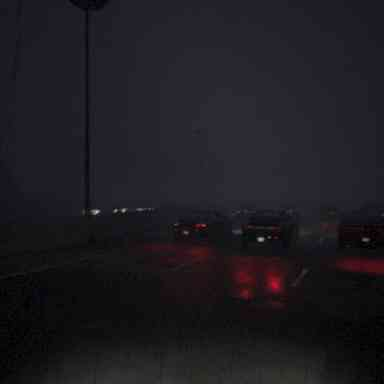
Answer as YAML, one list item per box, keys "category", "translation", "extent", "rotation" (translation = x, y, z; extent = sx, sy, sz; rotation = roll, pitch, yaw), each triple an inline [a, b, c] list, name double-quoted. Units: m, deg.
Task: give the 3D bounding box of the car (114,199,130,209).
- category: "car"
  translation: [-10.538, 1.786, 50.323]
  extent: [1.994, 1.385, 4.181]
  rotation: [0, 0, -2]

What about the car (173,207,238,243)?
- category: "car"
  translation: [0.660, 1.589, 16.670]
  extent: [1.812, 1.442, 4.674]
  rotation: [0, 0, 24]

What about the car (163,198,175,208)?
- category: "car"
  translation: [-3.601, 1.701, 51.799]
  extent: [2.128, 1.511, 4.902]
  rotation: [0, 0, -3]

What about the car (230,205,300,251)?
- category: "car"
  translation: [3.513, 1.539, 14.485]
  extent: [2.128, 1.511, 4.902]
  rotation: [0, 0, 24]

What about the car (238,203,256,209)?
- category: "car"
  translation: [4.893, 1.649, 29.181]
  extent: [2.033, 1.411, 5.357]
  rotation: [0, 0, 13]

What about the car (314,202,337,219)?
- category: "car"
  translation: [12.241, 1.611, 30.120]
  extent: [1.812, 1.442, 4.674]
  rotation: [0, 0, 12]

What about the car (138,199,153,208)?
- category: "car"
  translation: [-7.079, 1.781, 51.297]
  extent: [1.994, 1.385, 4.181]
  rotation: [0, 0, -3]

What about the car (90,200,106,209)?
- category: "car"
  translation: [-13.927, 1.823, 48.234]
  extent: [1.895, 1.301, 4.718]
  rotation: [0, 0, -1]

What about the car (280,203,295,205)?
- category: "car"
  translation: [8.768, 1.661, 30.614]
  extent: [1.994, 1.385, 4.181]
  rotation: [0, 0, 12]

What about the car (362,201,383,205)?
- category: "car"
  translation: [15.468, 1.577, 28.525]
  extent: [1.837, 1.490, 4.892]
  rotation: [0, 0, 12]

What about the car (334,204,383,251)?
- category: "car"
  translation: [7.112, 1.514, 13.990]
  extent: [1.882, 1.535, 5.008]
  rotation: [0, 0, 24]
